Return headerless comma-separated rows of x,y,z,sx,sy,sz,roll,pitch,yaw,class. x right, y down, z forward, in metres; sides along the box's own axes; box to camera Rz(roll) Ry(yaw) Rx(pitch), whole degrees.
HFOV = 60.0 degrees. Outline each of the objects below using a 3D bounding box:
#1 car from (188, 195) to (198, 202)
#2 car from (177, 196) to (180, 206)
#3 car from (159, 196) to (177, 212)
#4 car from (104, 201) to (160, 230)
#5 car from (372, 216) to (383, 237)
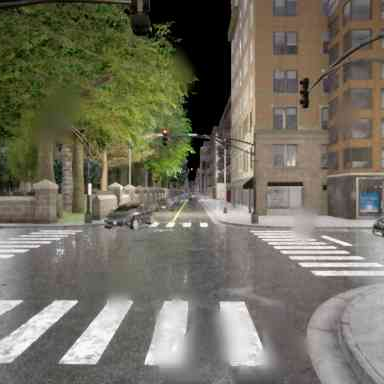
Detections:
0.205,1.424,70.737,1.812,1.442,4.674,0,0,0,car
-2.954,1.425,53.939,2.128,1.511,4.902,0,0,0,car
-3.011,1.472,38.013,1.837,1.490,4.892,0,0,0,car
-3.851,1.498,21.210,1.837,1.490,4.892,1,0,12,car
11.004,1.366,15.548,4.553,1.767,2.097,0,0,0,car
